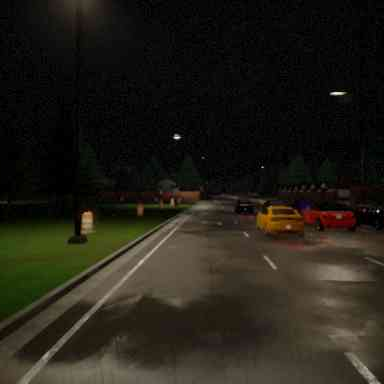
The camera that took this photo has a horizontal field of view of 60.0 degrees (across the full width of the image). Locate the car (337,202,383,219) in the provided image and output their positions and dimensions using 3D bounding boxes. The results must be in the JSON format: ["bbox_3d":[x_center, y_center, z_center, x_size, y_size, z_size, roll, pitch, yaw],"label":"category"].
[{"bbox_3d":[16.074,1.698,32.162,2.033,1.411,5.357,0,0,3],"label":"car"}]

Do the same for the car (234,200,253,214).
[{"bbox_3d":[5.879,1.625,38.082,2.128,1.511,4.902,0,0,3],"label":"car"}]

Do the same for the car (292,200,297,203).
[{"bbox_3d":[12.945,1.638,39.098,1.882,1.535,5.008,0,0,3],"label":"car"}]

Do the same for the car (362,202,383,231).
[{"bbox_3d":[11.971,1.596,21.182,2.128,1.511,4.902,0,0,3],"label":"car"}]

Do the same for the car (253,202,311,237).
[{"bbox_3d":[4.821,1.550,18.616,1.882,1.535,5.008,0,0,3],"label":"car"}]

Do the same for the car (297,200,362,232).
[{"bbox_3d":[8.455,1.443,20.985,2.097,1.767,4.553,0,0,3],"label":"car"}]

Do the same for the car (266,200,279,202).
[{"bbox_3d":[9.433,1.674,38.976,1.812,1.442,4.674,0,0,3],"label":"car"}]
